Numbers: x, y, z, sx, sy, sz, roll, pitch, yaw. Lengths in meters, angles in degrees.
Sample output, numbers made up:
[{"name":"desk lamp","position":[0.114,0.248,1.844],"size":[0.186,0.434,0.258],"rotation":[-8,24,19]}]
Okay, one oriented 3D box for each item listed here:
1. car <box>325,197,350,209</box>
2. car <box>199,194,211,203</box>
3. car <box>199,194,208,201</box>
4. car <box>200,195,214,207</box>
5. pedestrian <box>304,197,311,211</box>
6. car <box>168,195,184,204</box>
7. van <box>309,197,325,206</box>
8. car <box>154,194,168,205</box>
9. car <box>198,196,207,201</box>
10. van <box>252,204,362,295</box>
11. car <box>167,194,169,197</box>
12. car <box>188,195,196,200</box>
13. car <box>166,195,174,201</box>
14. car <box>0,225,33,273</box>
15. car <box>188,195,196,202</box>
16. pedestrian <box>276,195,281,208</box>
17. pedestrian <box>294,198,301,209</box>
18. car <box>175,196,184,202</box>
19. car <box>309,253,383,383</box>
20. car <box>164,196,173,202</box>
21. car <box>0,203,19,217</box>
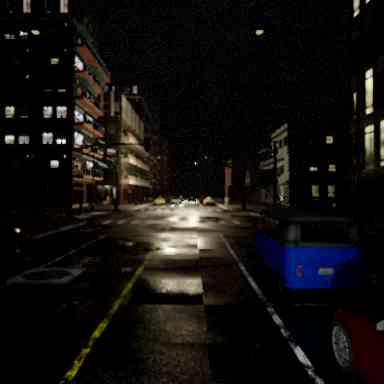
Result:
[{"name":"car","position":[14.920,1.360,29.348],"size":[5.009,1.841,2.192],"rotation":[0,0,0]},{"name":"car","position":[2.688,1.377,69.860],"size":[2.192,1.841,5.009],"rotation":[0,0,0]},{"name":"car","position":[2.688,1.635,64.321],"size":[1.802,1.307,4.206],"rotation":[0,0,0]},{"name":"car","position":[2.689,1.563,53.412],"size":[1.752,1.417,4.829],"rotation":[0,0,0]},{"name":"pedestrian","position":[8.093,1.256,23.147],"size":[0.375,1.860,0.375],"rotation":[0,0,0]},{"name":"car","position":[-3.012,1.653,65.189],"size":[1.895,1.301,4.718],"rotation":[0,0,0]},{"name":"van","position":[14.897,1.428,37.728],"size":[3.998,1.788,1.690],"rotation":[0,0,0]},{"name":"car","position":[-5.692,1.569,58.610],"size":[1.752,1.417,4.829],"rotation":[0,0,0]},{"name":"car","position":[2.686,1.644,86.477],"size":[2.008,1.369,4.403],"rotation":[0,0,0]},{"name":"van","position":[2.660,1.343,8.456],"size":[1.690,1.788,3.998],"rotation":[0,0,0]},{"name":"car","position":[-5.692,1.376,69.859],"size":[2.192,1.841,5.009],"rotation":[0,0,0]},{"name":"car","position":[-0.006,1.468,90.051],"size":[1.882,1.535,5.008],"rotation":[0,0,0]},{"name":"car","position":[-5.695,1.618,86.306],"size":[1.752,1.417,4.829],"rotation":[0,0,0]},{"name":"car","position":[-5.688,1.567,8.481],"size":[1.947,1.339,4.313],"rotation":[0,0,0]},{"name":"car","position":[-0.006,1.619,79.631],"size":[2.033,1.411,5.357],"rotation":[0,0,0]},{"name":"pedestrian","position":[6.133,1.147,23.747],"size":[0.375,1.860,0.375],"rotation":[0,0,0]},{"name":"pedestrian","position":[7.133,1.286,22.547],"size":[0.375,1.860,0.375],"rotation":[0,0,0]},{"name":"car","position":[-3.006,1.598,81.559],"size":[2.033,1.411,5.357],"rotation":[0,0,0]},{"name":"car","position":[2.660,1.583,2.766],"size":[1.802,1.307,4.206],"rotation":[0,0,0]},{"name":"car","position":[-5.694,1.632,80.937],"size":[2.008,1.369,4.403],"rotation":[0,0,0]},{"name":"car","position":[-17.468,1.534,29.265],"size":[4.206,1.307,1.802],"rotation":[0,0,0]}]
